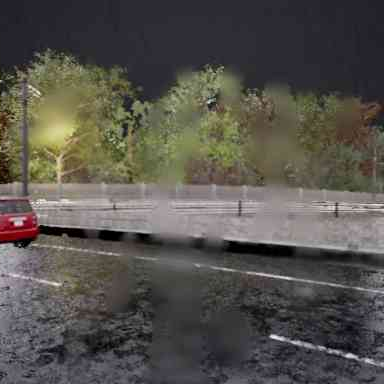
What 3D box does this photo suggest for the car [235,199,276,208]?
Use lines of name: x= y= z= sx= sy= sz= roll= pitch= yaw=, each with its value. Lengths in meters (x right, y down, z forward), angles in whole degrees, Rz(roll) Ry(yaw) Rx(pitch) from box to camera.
car: x=6.783 y=1.355 z=35.036 sx=5.008 sy=1.535 sz=1.882 roll=1 pitch=0 yaw=-20

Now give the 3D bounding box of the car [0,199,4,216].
car: x=-18.298 y=1.355 z=27.730 sx=4.181 sy=1.385 sz=1.994 roll=0 pitch=0 yaw=-12

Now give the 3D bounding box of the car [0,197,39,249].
car: x=-8.458 y=1.201 z=12.948 sx=5.566 sy=2.045 sz=2.150 roll=0 pitch=0 yaw=28
